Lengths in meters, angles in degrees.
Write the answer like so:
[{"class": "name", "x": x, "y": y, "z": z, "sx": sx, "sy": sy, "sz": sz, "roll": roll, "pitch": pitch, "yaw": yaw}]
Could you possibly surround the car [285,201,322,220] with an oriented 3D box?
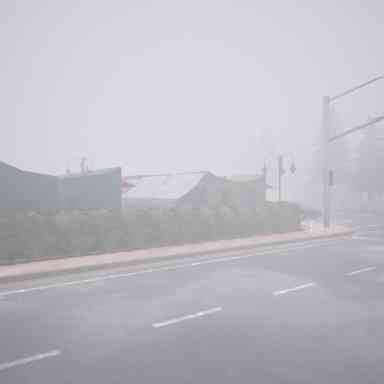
[{"class": "car", "x": 8.505, "y": 1.505, "z": 28.065, "sx": 1.837, "sy": 1.490, "sz": 4.892, "roll": 0, "pitch": 0, "yaw": -37}]
